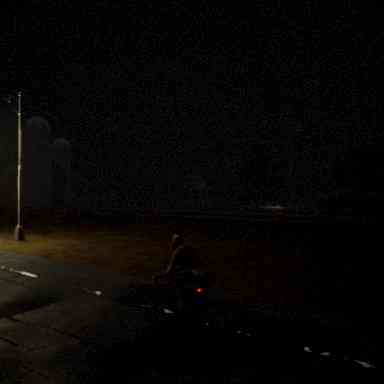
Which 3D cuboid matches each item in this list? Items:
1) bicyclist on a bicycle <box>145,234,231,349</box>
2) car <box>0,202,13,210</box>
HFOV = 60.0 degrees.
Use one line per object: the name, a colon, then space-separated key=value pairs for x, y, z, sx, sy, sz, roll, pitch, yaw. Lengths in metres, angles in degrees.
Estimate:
bicyclist on a bicycle: x=-0.125 y=1.484 z=5.146 sx=1.656 sy=1.620 sz=0.582 roll=-1 pitch=-1 yaw=36
car: x=-37.496 y=2.766 z=64.637 sx=2.128 sy=1.511 sz=4.902 roll=-2 pitch=-3 yaw=36
